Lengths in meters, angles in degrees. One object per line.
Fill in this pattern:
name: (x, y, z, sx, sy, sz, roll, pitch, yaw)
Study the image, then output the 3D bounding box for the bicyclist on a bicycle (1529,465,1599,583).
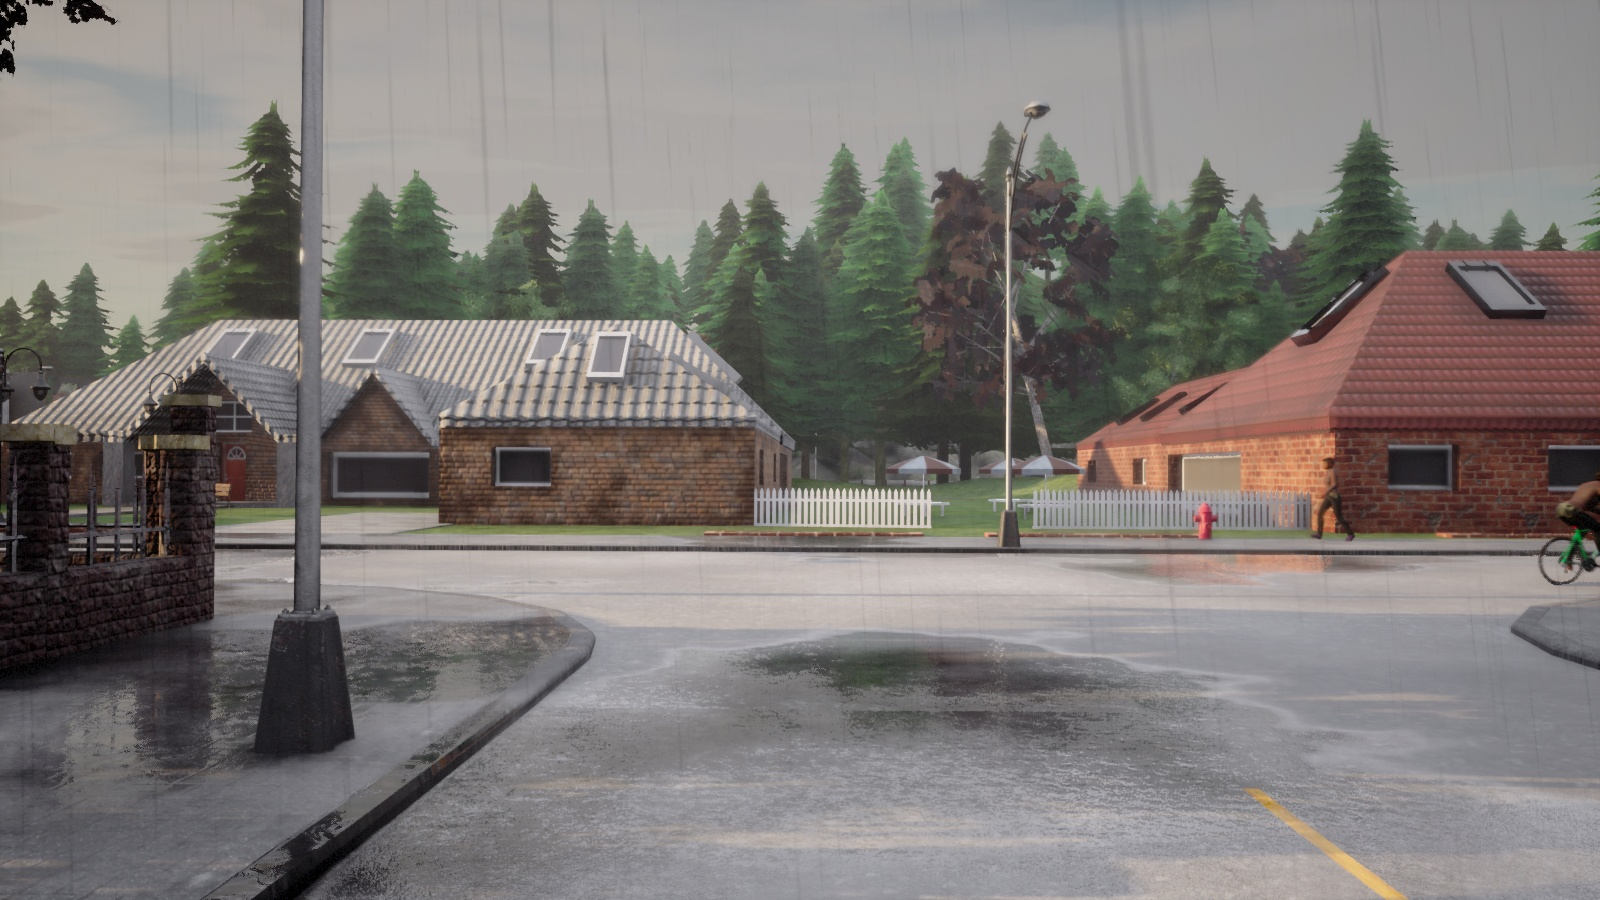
bicyclist on a bicycle: (11.213, 1.018, 17.626, 1.656, 1.620, 0.582, 0, 0, -5)

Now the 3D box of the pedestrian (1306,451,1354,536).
pedestrian: (11.322, 0.928, 26.814, 0.869, 1.805, 0.328, 0, -1, -1)
